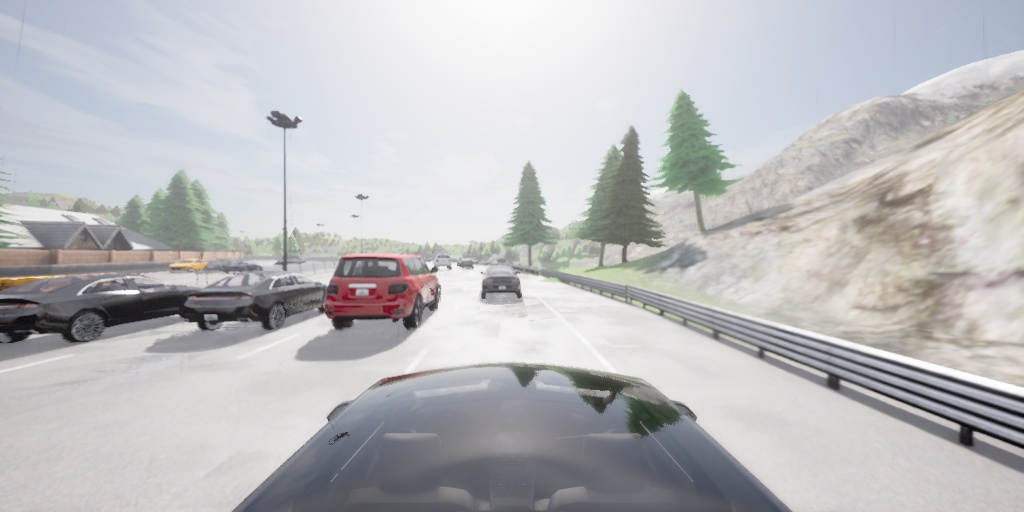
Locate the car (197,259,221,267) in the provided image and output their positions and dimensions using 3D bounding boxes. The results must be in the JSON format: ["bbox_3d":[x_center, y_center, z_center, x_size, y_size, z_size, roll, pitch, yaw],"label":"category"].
[{"bbox_3d":[-33.210,1.094,41.236,2.128,1.511,4.902,0,0,-15],"label":"car"}]

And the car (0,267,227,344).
[{"bbox_3d":[-10.612,1.218,9.526,2.128,1.511,4.902,0,0,-2],"label":"car"}]

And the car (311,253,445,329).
[{"bbox_3d":[-3.673,0.933,11.200,2.150,2.045,5.566,0,0,-2],"label":"car"}]

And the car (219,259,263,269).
[{"bbox_3d":[-28.948,1.211,38.673,1.895,1.301,4.718,0,0,-13],"label":"car"}]

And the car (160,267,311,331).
[{"bbox_3d":[-7.168,1.208,10.832,2.128,1.511,4.902,0,0,-3],"label":"car"}]

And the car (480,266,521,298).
[{"bbox_3d":[-0.614,1.201,17.859,1.812,1.442,4.674,0,0,-5],"label":"car"}]

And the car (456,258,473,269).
[{"bbox_3d":[-6.891,1.014,52.112,2.128,1.511,4.902,0,0,-17],"label":"car"}]

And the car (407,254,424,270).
[{"bbox_3d":[-13.291,0.765,49.302,2.150,2.045,5.566,0,0,-17],"label":"car"}]

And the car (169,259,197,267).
[{"bbox_3d":[-36.744,1.086,40.920,1.882,1.535,5.008,0,0,-15],"label":"car"}]

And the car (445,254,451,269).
[{"bbox_3d":[-9.620,0.762,49.173,2.150,2.045,5.566,0,0,-16],"label":"car"}]

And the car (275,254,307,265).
[{"bbox_3d":[-26.515,0.807,43.313,2.150,2.045,5.566,0,0,-15],"label":"car"}]
